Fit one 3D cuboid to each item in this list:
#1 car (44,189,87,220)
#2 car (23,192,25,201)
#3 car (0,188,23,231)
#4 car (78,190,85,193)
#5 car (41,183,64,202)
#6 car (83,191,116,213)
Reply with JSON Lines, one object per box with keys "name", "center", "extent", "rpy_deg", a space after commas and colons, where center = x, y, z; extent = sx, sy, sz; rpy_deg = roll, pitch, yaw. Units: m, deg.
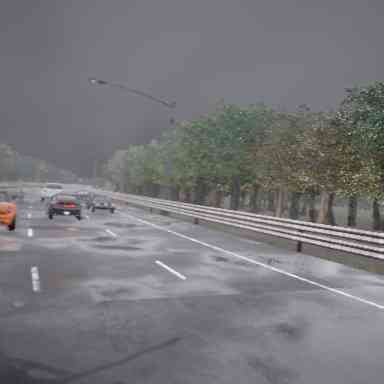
{"name": "car", "center": [-8.250, 0.868, 21.371], "extent": [1.837, 1.490, 4.892], "rpy_deg": [5, 0, -26]}
{"name": "car", "center": [-16.785, 0.288, 31.291], "extent": [1.895, 1.301, 4.718], "rpy_deg": [5, 0, -25]}
{"name": "car", "center": [-9.092, 0.630, 15.159], "extent": [2.097, 1.767, 4.553], "rpy_deg": [5, 0, -26]}
{"name": "car", "center": [-13.370, 0.516, 40.566], "extent": [1.812, 1.442, 4.674], "rpy_deg": [5, 0, -24]}
{"name": "car", "center": [-15.500, 0.028, 36.989], "extent": [2.150, 2.045, 5.566], "rpy_deg": [5, 0, -25]}
{"name": "car", "center": [-7.916, 0.956, 28.743], "extent": [2.033, 1.411, 5.357], "rpy_deg": [5, 0, -25]}
